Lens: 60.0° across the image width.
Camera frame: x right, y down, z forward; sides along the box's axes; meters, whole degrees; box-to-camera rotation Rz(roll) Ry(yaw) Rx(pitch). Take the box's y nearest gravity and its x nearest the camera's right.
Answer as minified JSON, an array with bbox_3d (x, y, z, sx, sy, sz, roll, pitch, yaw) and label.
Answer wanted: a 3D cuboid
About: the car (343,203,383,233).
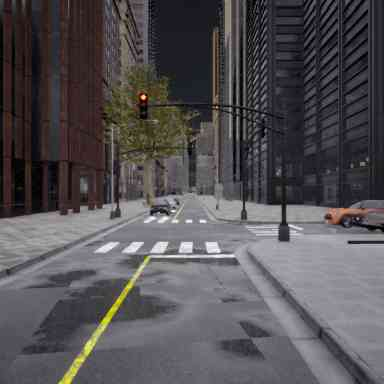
[{"bbox_3d":[11.534,1.491,18.108,5.357,1.411,2.033,0,0,0],"label":"car"}]

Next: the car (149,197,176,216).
[{"bbox_3d":[-3.084,1.554,33.513,2.033,1.411,5.357,0,0,0],"label":"car"}]

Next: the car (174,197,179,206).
[{"bbox_3d":[-3.069,1.540,43.668,1.812,1.442,4.674,0,0,0],"label":"car"}]

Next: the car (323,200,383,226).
[{"bbox_3d":[10.855,1.311,21.207,4.553,1.767,2.097,0,0,0],"label":"car"}]
